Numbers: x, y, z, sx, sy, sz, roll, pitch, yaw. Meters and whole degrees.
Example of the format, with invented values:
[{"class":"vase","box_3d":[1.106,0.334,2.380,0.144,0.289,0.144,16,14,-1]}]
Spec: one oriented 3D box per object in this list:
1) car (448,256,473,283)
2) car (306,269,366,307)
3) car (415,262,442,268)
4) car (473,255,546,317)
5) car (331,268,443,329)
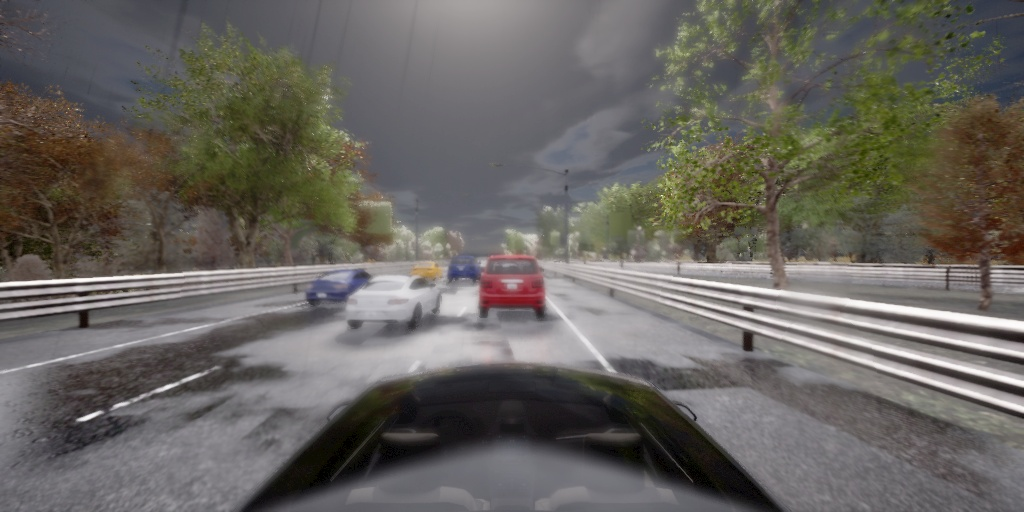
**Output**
[{"class":"car","box_3d":[-3.694,1.017,28.415,2.150,2.045,5.566,0,0,-1]},{"class":"car","box_3d":[-7.003,1.295,15.517,1.812,1.442,4.674,0,0,0]},{"class":"car","box_3d":[-7.234,1.278,31.111,1.882,1.535,5.008,0,0,-1]},{"class":"car","box_3d":[0.007,0.988,13.359,2.150,2.045,5.566,0,0,0]},{"class":"car","box_3d":[-3.494,1.288,11.217,1.812,1.442,4.674,0,0,0]}]
